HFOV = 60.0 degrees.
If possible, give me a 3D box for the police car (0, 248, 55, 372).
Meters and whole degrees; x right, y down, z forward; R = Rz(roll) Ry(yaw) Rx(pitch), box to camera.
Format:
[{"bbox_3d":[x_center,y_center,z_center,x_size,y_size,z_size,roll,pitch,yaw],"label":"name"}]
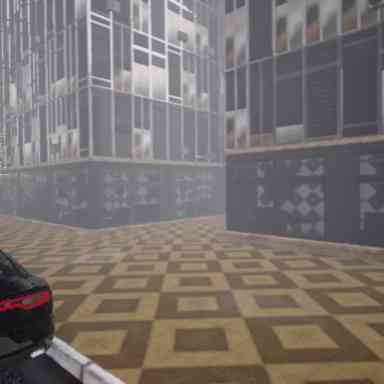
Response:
[{"bbox_3d":[-4.012,1.440,5.230,5.238,1.638,1.930,-1,1,44],"label":"police car"}]
